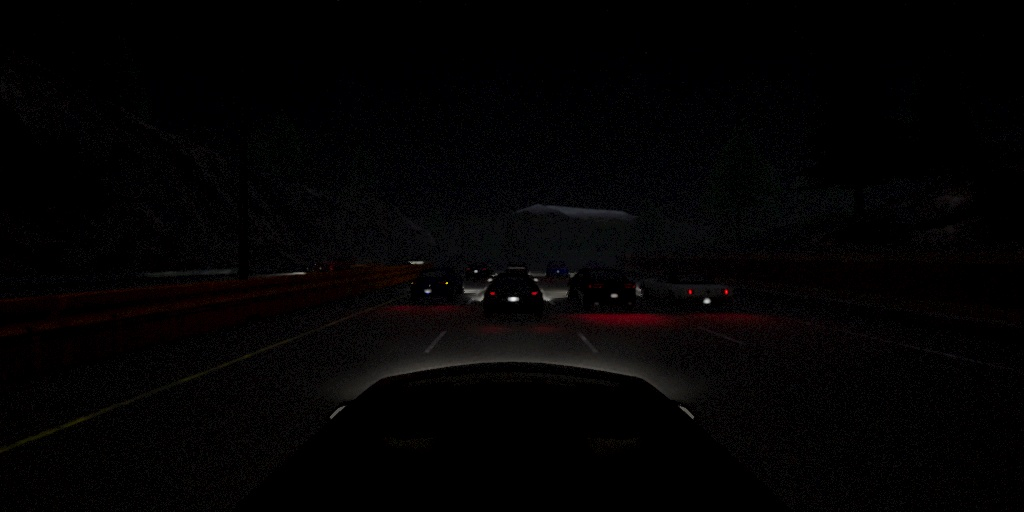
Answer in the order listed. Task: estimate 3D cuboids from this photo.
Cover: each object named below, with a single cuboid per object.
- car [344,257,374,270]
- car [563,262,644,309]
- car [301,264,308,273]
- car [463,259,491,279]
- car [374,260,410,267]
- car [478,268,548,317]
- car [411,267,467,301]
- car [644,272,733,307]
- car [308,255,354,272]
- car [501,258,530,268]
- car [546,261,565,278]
[{"bbox_3d":[-16.307,1.182,40.511,1.882,1.535,5.008,0,0,8],"label":"car"},{"bbox_3d":[3.541,1.207,14.880,1.882,1.535,5.008,0,0,0],"label":"car"},{"bbox_3d":[-23.053,1.269,42.822,1.994,1.385,4.181,0,0,8],"label":"car"},{"bbox_3d":[-2.901,1.272,32.437,1.994,1.385,4.181,0,0,4],"label":"car"},{"bbox_3d":[-12.863,1.196,39.827,2.128,1.511,4.902,0,0,7],"label":"car"},{"bbox_3d":[0.042,1.299,13.098,1.994,1.385,4.181,0,0,0],"label":"car"},{"bbox_3d":[-3.472,1.256,17.037,1.812,1.442,4.674,0,0,0],"label":"car"},{"bbox_3d":[7.042,1.327,15.165,1.895,1.301,4.718,0,0,0],"label":"car"},{"bbox_3d":[-19.862,0.926,40.550,2.150,2.045,5.566,0,0,7],"label":"car"},{"bbox_3d":[0.544,1.198,31.819,2.128,1.511,4.902,0,0,4],"label":"car"},{"bbox_3d":[4.188,1.180,33.399,1.882,1.535,5.008,0,0,5],"label":"car"}]
